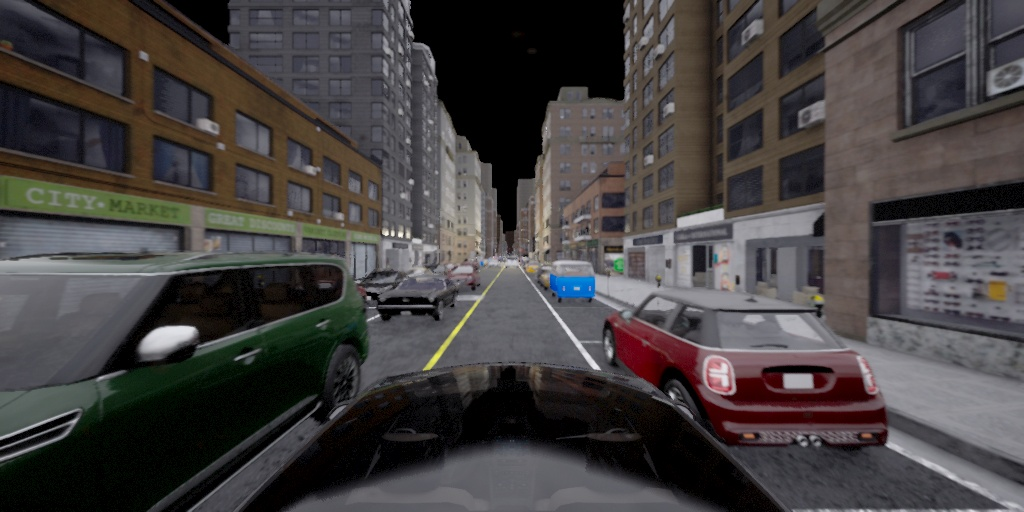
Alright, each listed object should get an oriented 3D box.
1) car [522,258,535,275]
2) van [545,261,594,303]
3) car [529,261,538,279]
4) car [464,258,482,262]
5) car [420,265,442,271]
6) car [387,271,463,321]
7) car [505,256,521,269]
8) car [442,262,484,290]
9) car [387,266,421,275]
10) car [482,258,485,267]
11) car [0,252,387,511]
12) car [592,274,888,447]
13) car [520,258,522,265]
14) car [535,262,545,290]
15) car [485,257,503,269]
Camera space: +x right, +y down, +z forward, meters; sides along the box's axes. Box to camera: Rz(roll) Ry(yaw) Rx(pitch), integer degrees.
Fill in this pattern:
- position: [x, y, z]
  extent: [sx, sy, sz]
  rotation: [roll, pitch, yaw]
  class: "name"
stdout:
- position: [2.359, 1.263, 40.128]
  extent: [1.801, 1.575, 5.366]
  rotation: [0, 0, 0]
  class: "car"
- position: [2.672, 1.115, 16.619]
  extent: [1.690, 1.789, 3.998]
  rotation: [0, 0, 0]
  class: "van"
- position: [2.674, 1.341, 27.958]
  extent: [2.007, 1.370, 4.403]
  rotation: [0, 0, 0]
  class: "car"
- position: [-5.846, 1.134, 50.625]
  extent: [2.192, 1.841, 5.009]
  rotation: [0, 0, 0]
  class: "car"
- position: [-5.853, 1.308, 22.113]
  extent: [1.751, 1.417, 4.829]
  rotation: [0, 0, 0]
  class: "car"
- position: [-3.092, 1.369, 12.692]
  extent: [1.895, 1.301, 4.718]
  rotation: [0, 0, 0]
  class: "car"
- position: [0.017, 1.060, 59.558]
  extent: [2.150, 2.045, 5.566]
  rotation: [0, 0, 0]
  class: "car"
- position: [-3.045, 1.309, 22.794]
  extent: [1.812, 1.442, 4.674]
  rotation: [0, 0, 0]
  class: "car"
- position: [-5.854, 1.340, 16.615]
  extent: [1.948, 1.339, 4.313]
  rotation: [0, 0, 0]
  class: "car"
- position: [-5.845, 1.376, 56.293]
  extent: [2.007, 1.370, 4.403]
  rotation: [0, 0, 0]
  class: "car"
- position: [-3.096, 0.974, 2.904]
  extent: [2.150, 2.045, 5.566]
  rotation: [0, 0, 0]
  class: "car"
- position: [2.669, 1.196, 5.280]
  extent: [1.967, 1.591, 4.097]
  rotation: [0, 0, 0]
  class: "car"
- position: [2.680, 1.391, 56.304]
  extent: [1.948, 1.339, 4.313]
  rotation: [0, 0, 0]
  class: "car"
- position: [2.673, 1.308, 22.458]
  extent: [1.751, 1.417, 4.829]
  rotation: [0, 0, 0]
  class: "car"
- position: [-3.024, 1.356, 60.385]
  extent: [1.812, 1.442, 4.674]
  rotation: [0, 0, 1]
  class: "car"
